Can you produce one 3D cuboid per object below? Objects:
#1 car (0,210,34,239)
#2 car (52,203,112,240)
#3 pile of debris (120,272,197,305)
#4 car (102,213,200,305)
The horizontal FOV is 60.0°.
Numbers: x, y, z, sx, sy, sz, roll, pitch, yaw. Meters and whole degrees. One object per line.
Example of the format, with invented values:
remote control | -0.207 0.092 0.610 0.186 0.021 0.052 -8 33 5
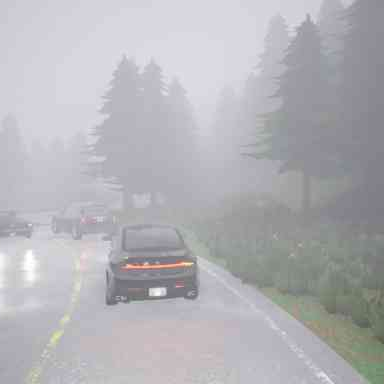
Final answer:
car | -9.424 1.601 16.523 1.895 1.301 4.718 0 0 -41
car | -5.709 1.352 17.415 2.097 1.767 4.553 0 0 -39
pile of debris | -0.853 2.175 7.706 1.500 0.140 1.860 0 0 -14
car | -1.110 1.504 8.195 1.837 1.490 4.892 0 0 -12
